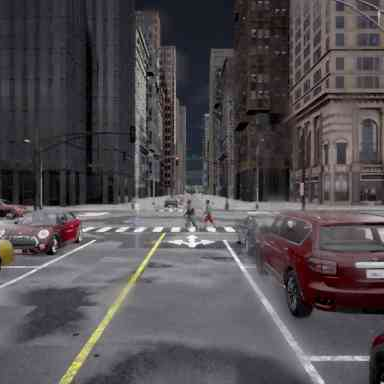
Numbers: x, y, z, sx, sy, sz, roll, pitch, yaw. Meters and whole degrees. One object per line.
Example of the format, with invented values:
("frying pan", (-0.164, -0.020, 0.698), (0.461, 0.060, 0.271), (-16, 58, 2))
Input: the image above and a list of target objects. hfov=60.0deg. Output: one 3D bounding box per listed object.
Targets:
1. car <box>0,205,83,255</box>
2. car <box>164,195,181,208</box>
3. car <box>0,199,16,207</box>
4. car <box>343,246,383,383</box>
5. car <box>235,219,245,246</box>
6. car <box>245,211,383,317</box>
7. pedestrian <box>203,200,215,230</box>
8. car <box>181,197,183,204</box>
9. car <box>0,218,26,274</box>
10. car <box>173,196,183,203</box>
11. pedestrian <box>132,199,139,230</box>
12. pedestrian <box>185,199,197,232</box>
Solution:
("car", (-5.768, 1.439, 12.989), (1.967, 1.590, 4.097), (0, 0, 0))
("car", (-2.983, 1.547, 48.265), (2.033, 1.411, 5.357), (0, 0, -1))
("car", (-16.340, 1.398, 28.385), (4.553, 1.767, 2.097), (0, 0, 0))
("car", (2.759, 1.440, 1.787), (1.967, 1.590, 4.097), (0, 0, 0))
("car", (2.758, 1.550, 12.991), (2.008, 1.369, 4.403), (0, 0, 0))
("car", (2.758, 1.314, 7.389), (2.192, 1.841, 5.009), (0, 0, 0))
("pedestrian", (0.975, 1.298, 19.073), (0.375, 1.860, 0.375), (0, 0, 0))
("car", (-2.936, 1.354, 58.388), (2.097, 1.767, 4.553), (0, 0, 0))
("car", (-5.767, 1.525, 7.217), (1.752, 1.417, 4.829), (0, 0, 0))
("car", (-2.845, 1.606, 69.178), (1.895, 1.301, 4.718), (0, 0, 0))
("pedestrian", (-3.321, 1.301, 19.670), (0.375, 1.860, 0.375), (0, 0, 0))
("pedestrian", (-0.065, 1.292, 18.469), (0.375, 1.860, 0.375), (0, 0, 0))
